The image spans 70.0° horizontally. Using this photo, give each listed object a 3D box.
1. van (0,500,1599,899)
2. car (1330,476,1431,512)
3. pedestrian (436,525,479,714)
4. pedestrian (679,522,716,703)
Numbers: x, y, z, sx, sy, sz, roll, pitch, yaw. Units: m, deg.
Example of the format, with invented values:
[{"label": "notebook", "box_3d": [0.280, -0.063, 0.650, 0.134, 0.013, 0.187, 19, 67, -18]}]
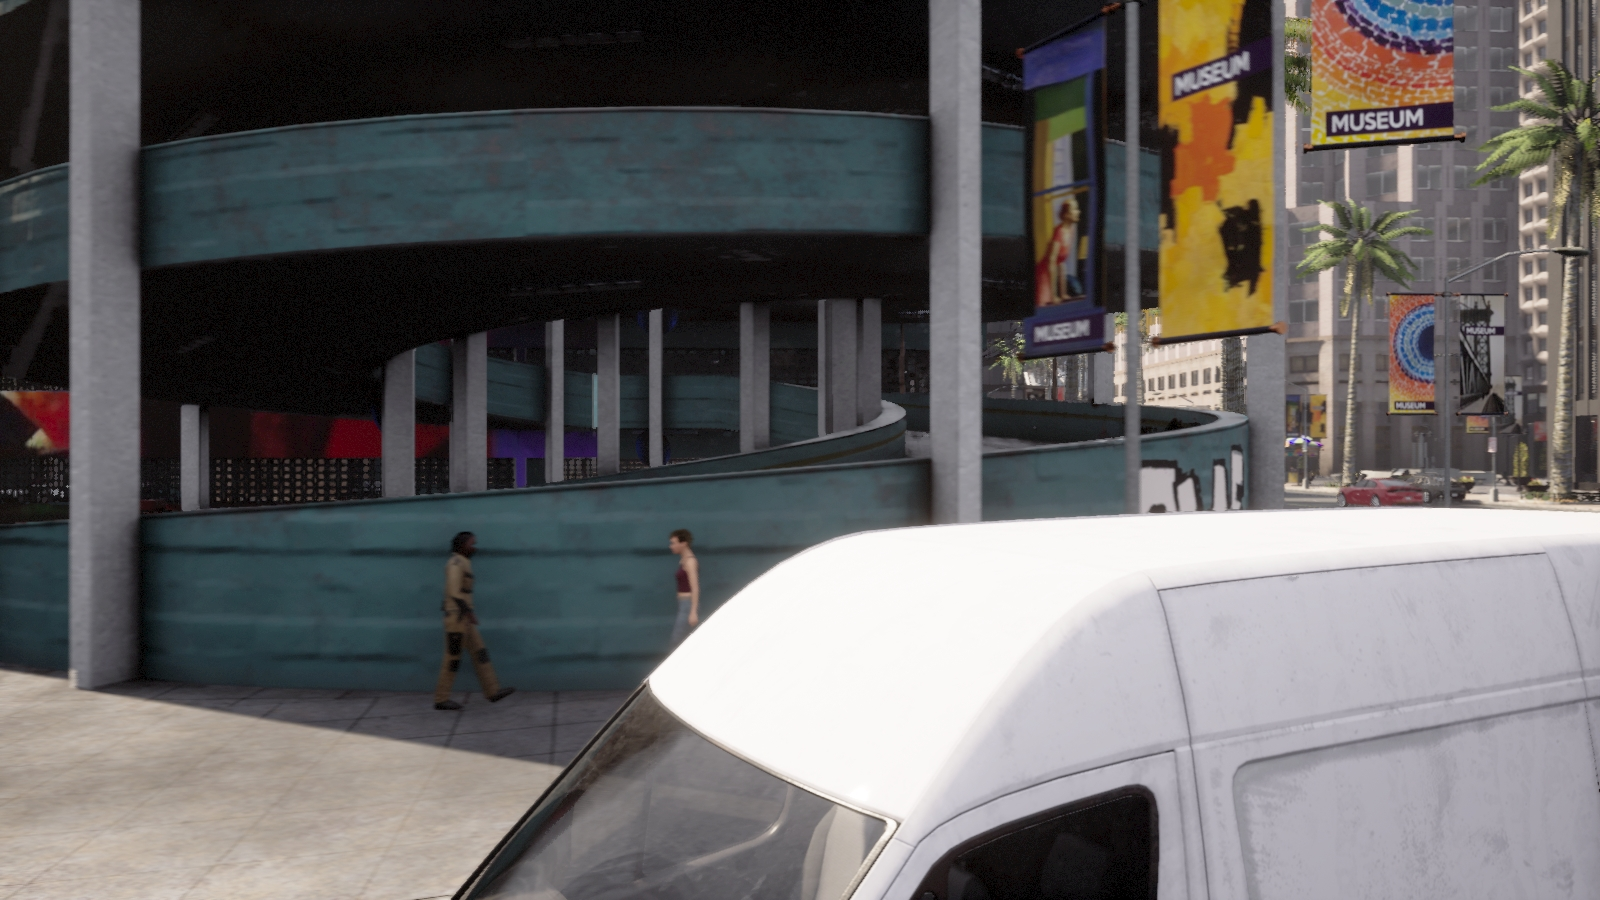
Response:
[{"label": "van", "box_3d": [1.003, 1.537, 3.654, 5.915, 2.561, 1.988, 0, 0, -26]}, {"label": "car", "box_3d": [27.607, 2.062, 54.546, 2.097, 1.535, 5.006, 0, 0, -3]}, {"label": "pedestrian", "box_3d": [-3.485, 1.707, 11.630, 0.375, 1.860, 0.375, 0, 0, -9]}, {"label": "pedestrian", "box_3d": [-1.091, 1.704, 12.126, 0.375, 1.860, 0.375, 0, 0, -7]}]
